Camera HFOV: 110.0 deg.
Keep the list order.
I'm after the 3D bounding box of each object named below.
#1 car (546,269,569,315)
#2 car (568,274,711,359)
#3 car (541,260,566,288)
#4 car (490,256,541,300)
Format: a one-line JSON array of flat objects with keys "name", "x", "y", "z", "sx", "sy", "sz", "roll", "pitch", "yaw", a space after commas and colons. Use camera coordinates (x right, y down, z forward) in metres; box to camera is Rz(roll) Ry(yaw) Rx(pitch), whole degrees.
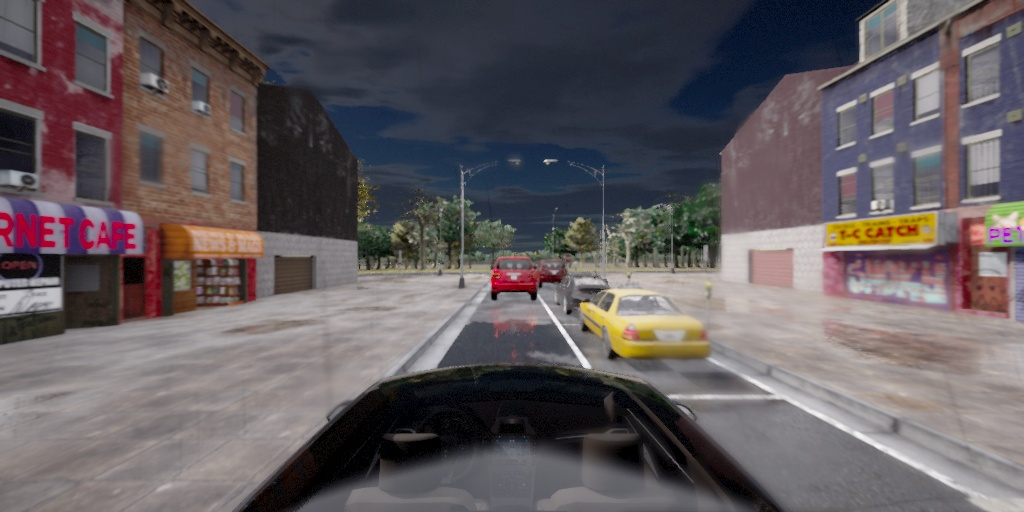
[{"name": "car", "x": 2.636, "y": 1.351, "z": 13.662, "sx": 2.007, "sy": 1.370, "sz": 4.403, "roll": 0, "pitch": 0, "yaw": 0}, {"name": "car", "x": 2.637, "y": 1.300, "z": 8.287, "sx": 1.751, "sy": 1.417, "sz": 4.829, "roll": 0, "pitch": 0, "yaw": 0}, {"name": "car", "x": 2.635, "y": 1.168, "z": 24.753, "sx": 2.192, "sy": 1.841, "sz": 5.009, "roll": 0, "pitch": 0, "yaw": 0}, {"name": "car", "x": 0.098, "y": 1.044, "z": 18.253, "sx": 2.150, "sy": 2.045, "sz": 5.566, "roll": 0, "pitch": 0, "yaw": 0}]
